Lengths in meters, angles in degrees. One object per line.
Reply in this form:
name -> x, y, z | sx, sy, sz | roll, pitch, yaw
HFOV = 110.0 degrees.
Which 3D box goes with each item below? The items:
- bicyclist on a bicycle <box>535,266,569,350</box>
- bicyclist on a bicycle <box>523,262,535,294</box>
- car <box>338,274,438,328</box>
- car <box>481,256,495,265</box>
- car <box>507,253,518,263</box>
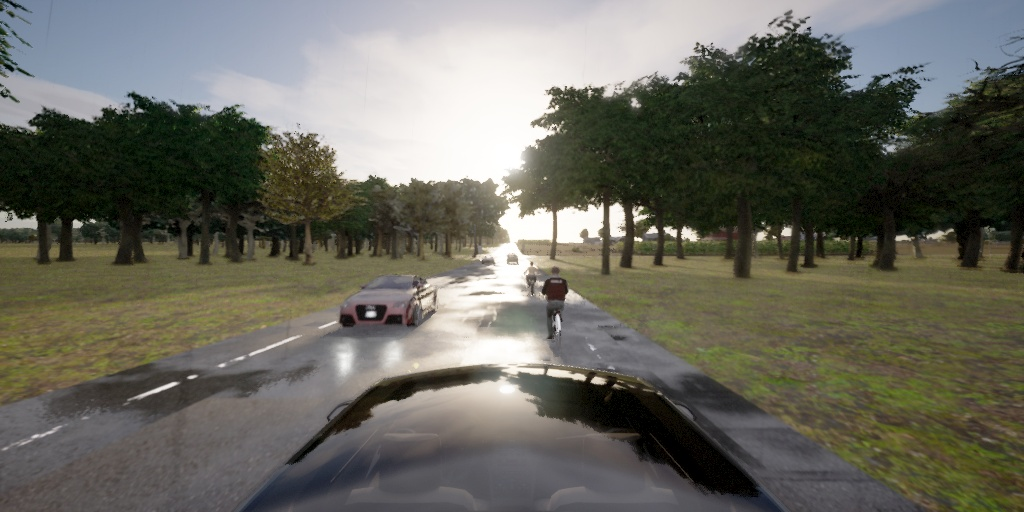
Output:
bicyclist on a bicycle -> 0.964, 1.100, 8.149 | 0.659, 1.776, 1.843 | 0, 1, 0
bicyclist on a bicycle -> 0.983, 1.082, 18.047 | 0.866, 1.612, 1.509 | 0, 1, 0
car -> -3.599, 1.276, 11.140 | 1.994, 1.385, 4.181 | 0, 0, 0
car -> -3.586, 0.622, 54.657 | 1.994, 1.385, 4.181 | 0, 1, 0
car -> 0.096, 0.450, 59.787 | 2.128, 1.511, 4.902 | 0, 1, 0
